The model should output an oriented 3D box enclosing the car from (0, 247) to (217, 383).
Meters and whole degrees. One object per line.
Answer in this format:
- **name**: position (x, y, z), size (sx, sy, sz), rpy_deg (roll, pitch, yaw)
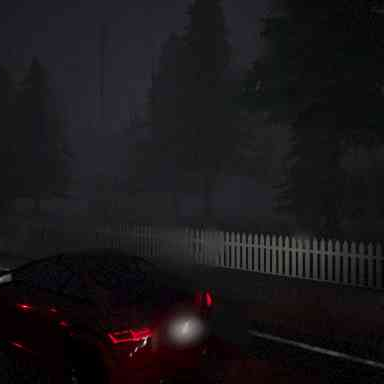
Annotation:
- **car**: position (-1.727, 1.564, 5.008), size (4.181, 1.385, 1.994), rpy_deg (0, 0, 35)
